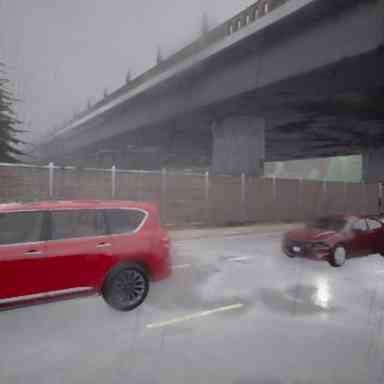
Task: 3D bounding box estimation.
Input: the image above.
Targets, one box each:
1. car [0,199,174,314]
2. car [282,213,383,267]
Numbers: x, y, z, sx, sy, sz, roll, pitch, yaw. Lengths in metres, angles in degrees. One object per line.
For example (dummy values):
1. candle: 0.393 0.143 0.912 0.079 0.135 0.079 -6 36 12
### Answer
1. car: -3.006 1.168 6.170 5.566 2.045 2.150 1 0 -34
2. car: 5.350 1.552 11.854 5.008 1.535 1.882 1 0 -34
